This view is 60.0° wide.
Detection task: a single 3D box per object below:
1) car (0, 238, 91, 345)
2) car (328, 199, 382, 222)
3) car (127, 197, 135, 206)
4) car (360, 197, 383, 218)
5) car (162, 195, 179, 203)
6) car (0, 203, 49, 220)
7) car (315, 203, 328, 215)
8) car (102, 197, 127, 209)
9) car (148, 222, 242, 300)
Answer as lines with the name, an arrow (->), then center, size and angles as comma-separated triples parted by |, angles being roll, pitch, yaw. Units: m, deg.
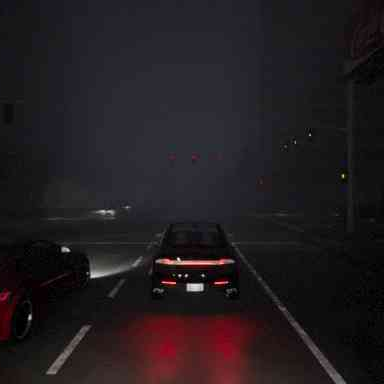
car -> -3.442, 1.564, 6.395 | 1.994, 1.385, 4.181 | 0, 0, 0
car -> 13.604, 1.505, 25.816 | 4.892, 1.490, 1.837 | 0, 0, 0
car -> -10.574, 1.547, 54.112 | 2.033, 1.411, 5.357 | 0, 0, 0
car -> 17.704, 1.352, 29.537 | 4.553, 1.767, 2.097 | 0, 0, 0
car -> -4.599, 1.326, 70.581 | 2.097, 1.767, 4.553 | 0, 0, -27
car -> -13.917, 1.564, 27.039 | 4.181, 1.385, 1.994 | 0, 0, -17
car -> 14.807, 1.491, 33.024 | 4.902, 1.511, 2.128 | 0, 0, 0
car -> -10.588, 1.491, 44.369 | 2.128, 1.511, 4.902 | 0, 0, 0
car -> 0.068, 1.492, 8.372 | 2.128, 1.511, 4.902 | 0, 0, 0
